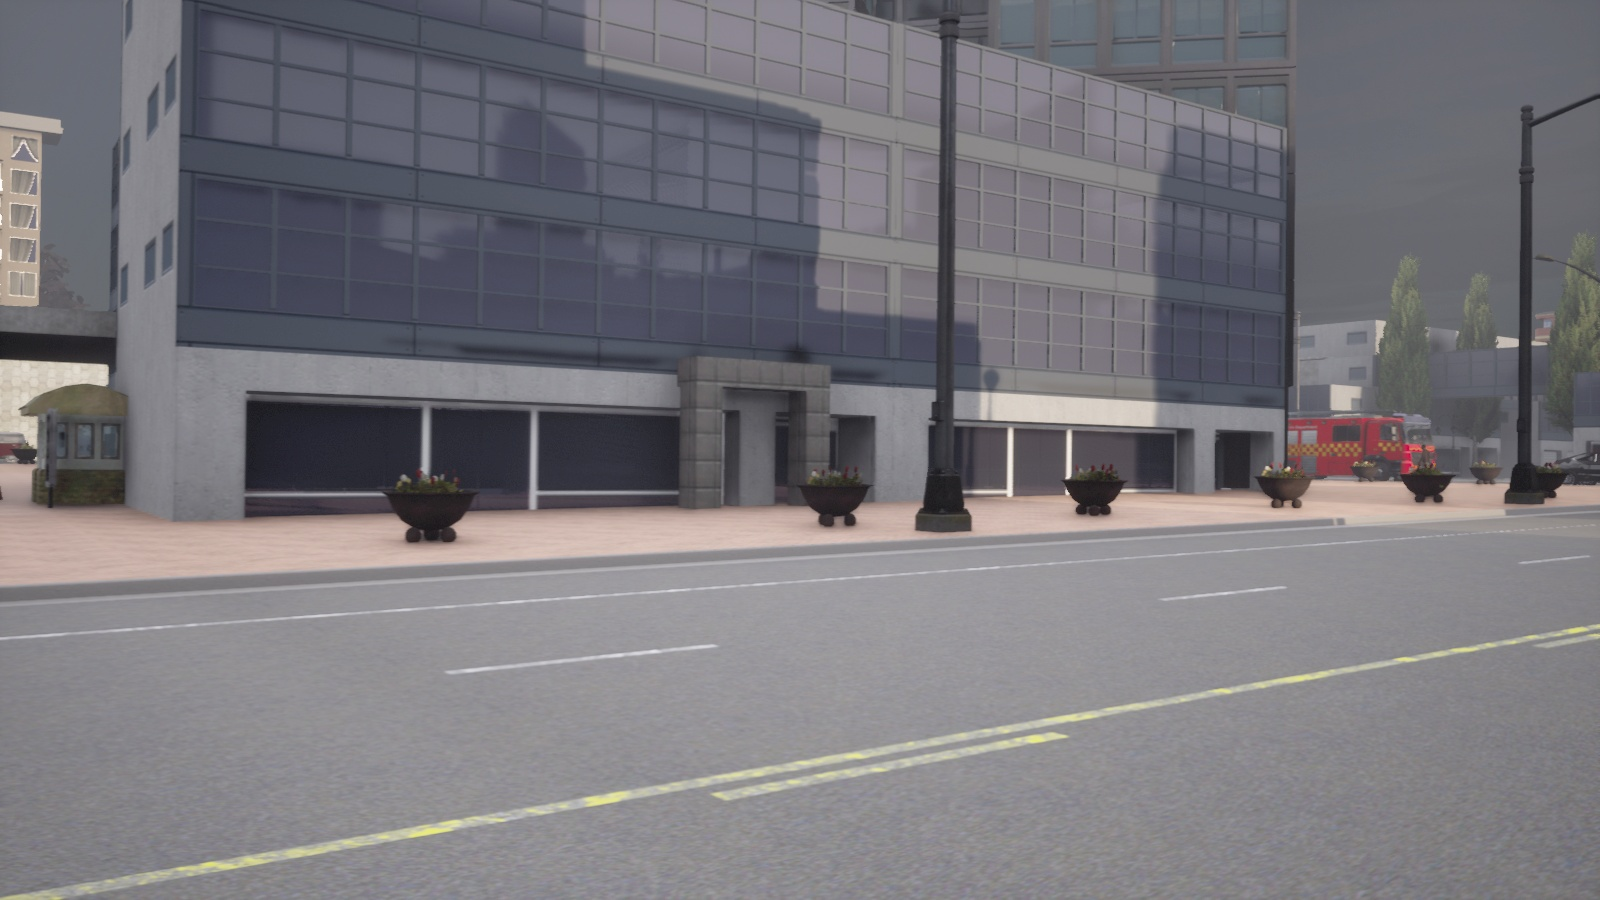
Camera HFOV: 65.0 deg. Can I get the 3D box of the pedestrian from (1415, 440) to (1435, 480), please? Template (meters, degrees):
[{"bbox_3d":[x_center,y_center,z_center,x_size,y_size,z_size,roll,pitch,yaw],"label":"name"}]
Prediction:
[{"bbox_3d":[28.944,0.460,58.182,0.431,1.840,0.703,1,-1,-38],"label":"pedestrian"}]

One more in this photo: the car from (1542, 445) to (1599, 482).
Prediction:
[{"bbox_3d":[35.976,0.606,55.476,2.152,1.651,5.027,1,0,-35],"label":"car"}]

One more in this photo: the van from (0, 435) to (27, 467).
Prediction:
[{"bbox_3d":[-50.451,0.057,77.654,4.442,1.987,1.775,1,-1,-33],"label":"van"}]

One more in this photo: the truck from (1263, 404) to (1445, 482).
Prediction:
[{"bbox_3d":[28.868,-0.295,65.837,2.891,3.827,8.468,1,-1,-34],"label":"truck"}]
